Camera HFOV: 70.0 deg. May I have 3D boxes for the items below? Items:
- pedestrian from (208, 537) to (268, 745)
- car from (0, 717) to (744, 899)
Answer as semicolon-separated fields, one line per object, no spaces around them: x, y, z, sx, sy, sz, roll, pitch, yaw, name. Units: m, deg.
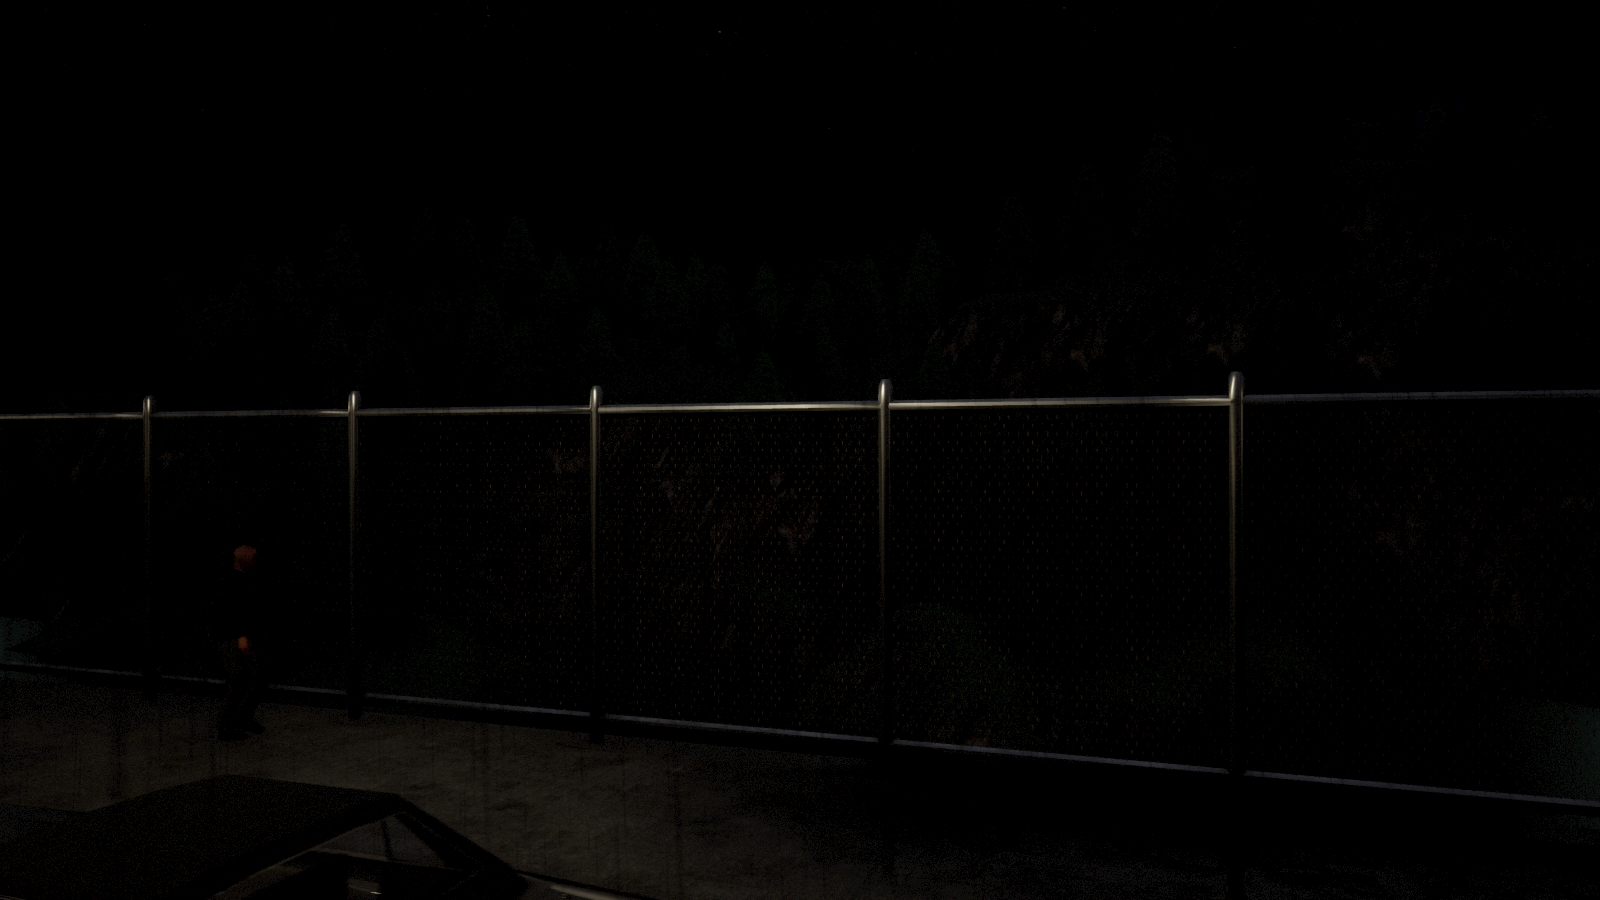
-5.181;1.748;10.544;0.375;1.860;0.375;0;0;-1;pedestrian
-2.780;2.157;4.808;4.718;1.301;1.895;0;0;20;car
